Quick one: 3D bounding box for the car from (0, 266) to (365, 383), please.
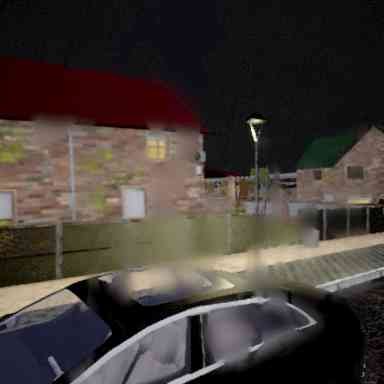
[{"bbox_3d":[-0.532,1.490,2.683,4.902,1.511,2.128,0,0,-36],"label":"car"}]
